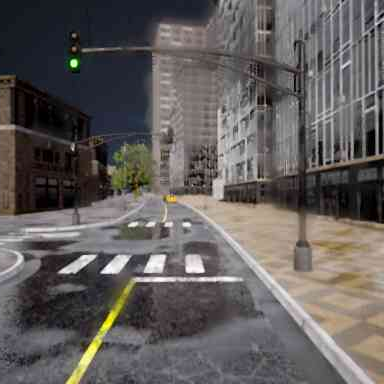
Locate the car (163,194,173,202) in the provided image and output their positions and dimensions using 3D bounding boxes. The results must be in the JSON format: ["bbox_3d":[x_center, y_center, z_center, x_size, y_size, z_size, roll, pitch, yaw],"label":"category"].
[{"bbox_3d":[-5.145,1.223,70.158,1.812,1.442,4.674,0,0,-9],"label":"car"}]

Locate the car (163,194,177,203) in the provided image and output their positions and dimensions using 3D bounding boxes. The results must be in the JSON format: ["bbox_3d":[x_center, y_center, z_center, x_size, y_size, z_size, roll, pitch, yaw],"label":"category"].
[{"bbox_3d":[-3.717,1.222,60.017,1.882,1.535,5.008,0,0,-7],"label":"car"}]
